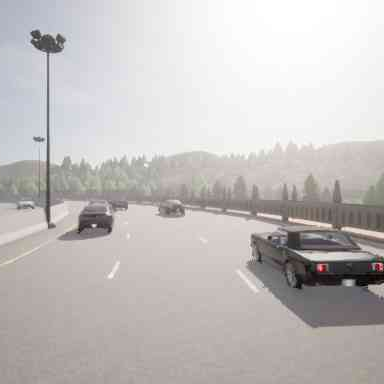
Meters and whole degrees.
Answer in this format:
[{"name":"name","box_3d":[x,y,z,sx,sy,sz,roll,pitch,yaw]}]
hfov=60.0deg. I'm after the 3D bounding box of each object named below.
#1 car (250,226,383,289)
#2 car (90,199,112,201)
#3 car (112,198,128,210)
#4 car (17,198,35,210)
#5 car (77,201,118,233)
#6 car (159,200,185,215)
[{"name":"car","box_3d":[3.063,1.600,9.163,1.895,1.301,4.718,0,0,-5]},{"name":"car","box_3d":[-10.251,1.546,35.654,2.033,1.411,5.357,0,0,-21]},{"name":"car","box_3d":[-9.582,1.490,42.873,2.128,1.511,4.902,0,0,-24]},{"name":"car","box_3d":[-21.545,1.525,43.169,1.812,1.442,4.674,0,0,-28]},{"name":"car","box_3d":[-5.614,1.503,19.802,1.837,1.490,4.892,0,0,-11]},{"name":"car","box_3d":[-2.061,1.524,33.419,1.812,1.442,4.674,0,0,-18]}]
